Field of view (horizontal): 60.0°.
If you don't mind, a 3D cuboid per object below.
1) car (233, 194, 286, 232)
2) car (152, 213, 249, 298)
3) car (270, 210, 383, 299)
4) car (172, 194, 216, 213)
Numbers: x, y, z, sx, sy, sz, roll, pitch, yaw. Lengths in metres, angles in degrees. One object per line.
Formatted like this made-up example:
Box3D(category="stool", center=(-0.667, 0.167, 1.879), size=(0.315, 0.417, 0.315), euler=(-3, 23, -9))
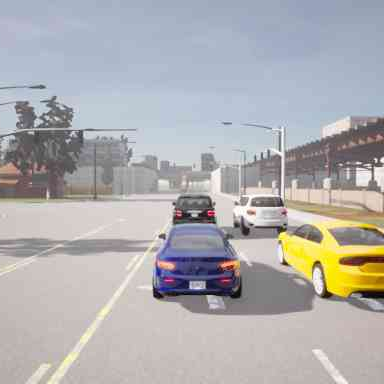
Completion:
Box3D(category="car", center=(3.611, 1.130, 18.316), size=(2.150, 2.045, 5.566), euler=(0, 0, 0))
Box3D(category="car", center=(0.106, 1.501, 8.306), size=(1.812, 1.442, 4.674), euler=(0, 0, 0))
Box3D(category="car", center=(3.606, 1.452, 8.482), size=(1.882, 1.535, 5.008), euler=(0, 0, 0))
Box3D(category="car", center=(0.113, 1.130, 17.821), size=(2.150, 2.045, 5.566), euler=(0, 0, 0))
